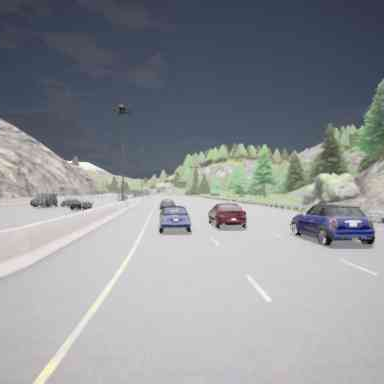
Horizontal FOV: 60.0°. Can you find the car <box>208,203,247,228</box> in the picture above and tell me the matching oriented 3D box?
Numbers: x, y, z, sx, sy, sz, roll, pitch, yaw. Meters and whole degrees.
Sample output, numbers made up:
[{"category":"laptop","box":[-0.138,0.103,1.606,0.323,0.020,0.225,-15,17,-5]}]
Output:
[{"category":"car","box":[2.256,1.466,22.118,1.882,1.535,5.008,0,0,-5]}]

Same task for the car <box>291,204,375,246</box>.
[{"category":"car","box":[6.308,1.334,15.449,2.097,1.767,4.553,0,0,-4]}]

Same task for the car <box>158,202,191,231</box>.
[{"category":"car","box":[-1.087,1.544,20.363,2.033,1.411,5.357,0,0,-5]}]

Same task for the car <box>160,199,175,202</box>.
[{"category":"car","box":[-3.099,1.559,42.605,1.994,1.385,4.181,0,0,-5]}]
